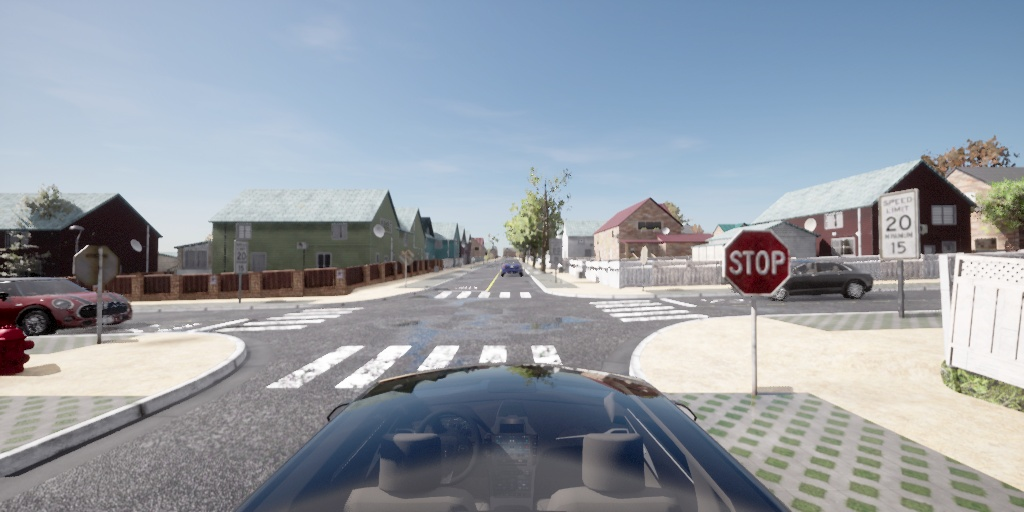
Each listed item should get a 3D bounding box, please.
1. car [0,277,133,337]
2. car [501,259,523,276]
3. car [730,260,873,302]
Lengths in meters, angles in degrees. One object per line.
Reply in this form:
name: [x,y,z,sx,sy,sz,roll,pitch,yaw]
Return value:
car: [-14.627,1.433,10.953,4.553,1.767,2.097,-2,-1,-1]
car: [-0.002,1.091,37.174,2.097,1.767,4.553,0,0,0]
car: [11.257,0.938,14.131,4.892,1.490,1.837,-2,-1,-1]
